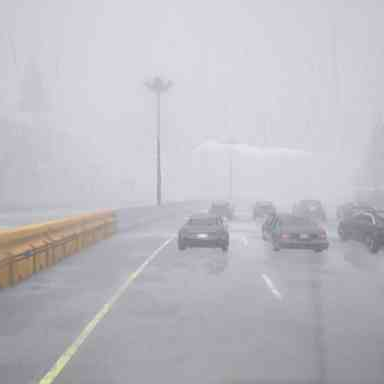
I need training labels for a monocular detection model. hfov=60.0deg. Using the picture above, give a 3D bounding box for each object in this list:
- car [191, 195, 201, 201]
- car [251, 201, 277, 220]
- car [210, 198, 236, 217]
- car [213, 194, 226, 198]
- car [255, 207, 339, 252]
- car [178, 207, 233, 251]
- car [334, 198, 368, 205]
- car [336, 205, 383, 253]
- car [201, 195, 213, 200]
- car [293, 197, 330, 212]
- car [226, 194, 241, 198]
[{"bbox_3d":[1.639,1.468,84.320,1.837,1.490,4.892,0,0,30],"label":"car"},{"bbox_3d":[6.029,1.517,27.813,1.837,1.490,4.892,0,0,11],"label":"car"},{"bbox_3d":[2.593,1.517,28.479,1.837,1.490,4.892,0,0,11],"label":"car"},{"bbox_3d":[7.617,1.335,80.680,2.097,1.767,4.553,0,0,30],"label":"car"},{"bbox_3d":[4.055,1.563,13.850,2.033,1.411,5.357,0,0,5],"label":"car"},{"bbox_3d":[0.569,1.573,14.163,1.994,1.385,4.181,0,0,5],"label":"car"},{"bbox_3d":[12.902,1.495,26.481,2.128,1.511,4.902,0,0,11],"label":"car"},{"bbox_3d":[7.541,1.495,13.537,2.128,1.511,4.902,0,0,5],"label":"car"},{"bbox_3d":[4.620,1.526,82.488,1.994,1.385,4.181,0,0,30],"label":"car"},{"bbox_3d":[9.460,1.366,27.118,2.097,1.767,4.553,0,0,11],"label":"car"},{"bbox_3d":[10.583,1.525,78.822,2.033,1.411,5.357,0,0,30],"label":"car"}]
